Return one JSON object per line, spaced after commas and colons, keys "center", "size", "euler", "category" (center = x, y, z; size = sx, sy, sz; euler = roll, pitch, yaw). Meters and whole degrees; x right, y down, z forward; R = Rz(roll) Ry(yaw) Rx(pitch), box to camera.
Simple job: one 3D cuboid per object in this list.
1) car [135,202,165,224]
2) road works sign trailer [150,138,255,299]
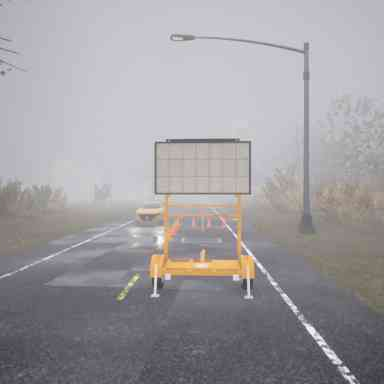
{"center": [-2.945, 1.467, 24.815], "size": [1.882, 1.535, 5.008], "euler": [0, 0, 1], "category": "car"}
{"center": [0.273, 0.461, 8.470], "size": [2.380, 3.560, 2.880], "euler": [0, 0, 3], "category": "road works sign trailer"}
